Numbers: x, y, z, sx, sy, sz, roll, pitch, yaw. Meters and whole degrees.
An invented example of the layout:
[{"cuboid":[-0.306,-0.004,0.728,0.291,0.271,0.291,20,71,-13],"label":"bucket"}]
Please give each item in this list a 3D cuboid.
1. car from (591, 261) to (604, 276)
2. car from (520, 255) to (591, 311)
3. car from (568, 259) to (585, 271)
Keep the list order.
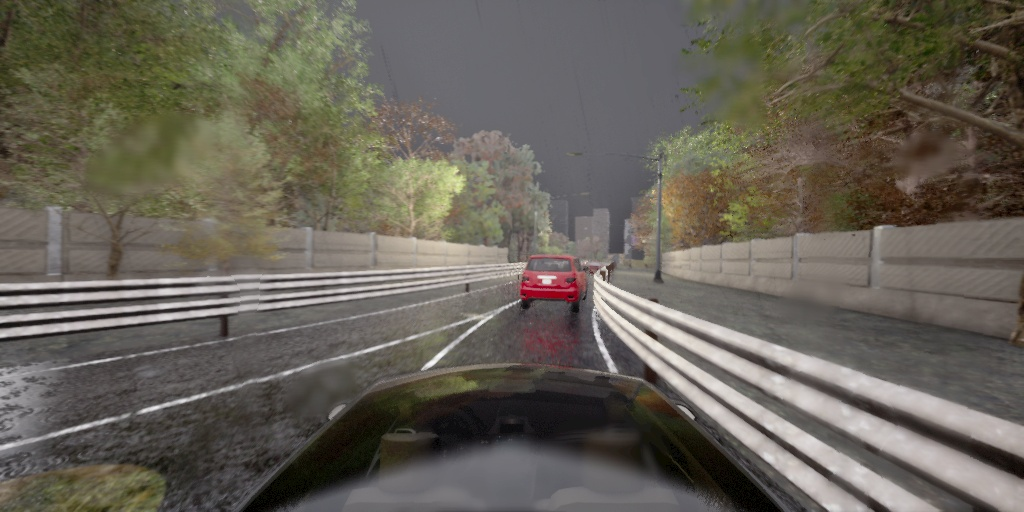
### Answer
[{"cuboid":[8.896,1.297,38.822,1.882,1.535,5.008,1,0,16],"label":"car"},{"cuboid":[1.885,0.971,14.777,2.150,2.045,5.566,1,0,15],"label":"car"},{"cuboid":[9.811,1.315,54.045,1.882,1.535,5.008,1,0,17],"label":"car"}]
